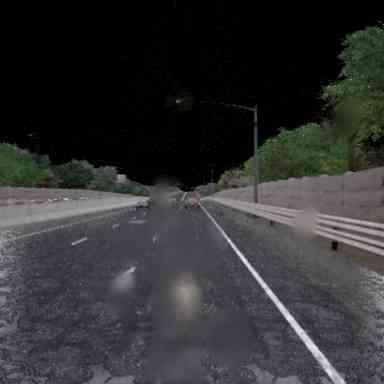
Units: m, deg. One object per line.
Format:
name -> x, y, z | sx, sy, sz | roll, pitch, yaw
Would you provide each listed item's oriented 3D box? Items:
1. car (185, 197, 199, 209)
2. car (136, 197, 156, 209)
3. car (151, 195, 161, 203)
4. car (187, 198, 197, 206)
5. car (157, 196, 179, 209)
car -> 0.012, 1.584, 49.890 | 2.097, 1.767, 4.553 | 0, 0, 0
car -> -6.989, 1.772, 48.670 | 2.033, 1.411, 5.357 | 0, 0, 0
car -> -6.956, 1.547, 65.139 | 2.150, 2.045, 5.566 | 0, 0, 1
car -> 0.025, 1.866, 65.208 | 2.033, 1.411, 5.357 | 0, 0, 0
car -> -3.488, 1.722, 49.559 | 2.128, 1.511, 4.902 | 0, 0, 0
